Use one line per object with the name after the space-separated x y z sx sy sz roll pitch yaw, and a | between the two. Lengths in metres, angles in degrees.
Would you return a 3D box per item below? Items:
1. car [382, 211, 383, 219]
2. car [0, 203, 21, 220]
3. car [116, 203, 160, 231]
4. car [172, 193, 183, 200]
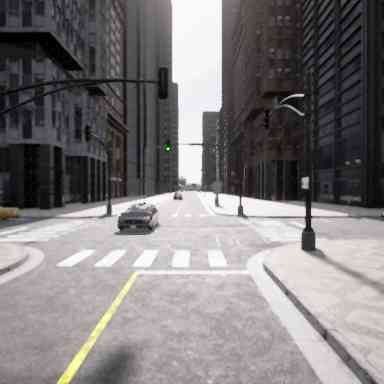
14.521 1.283 20.918 4.674 1.442 1.812 0 0 1 | car
-14.955 1.339 23.838 4.829 1.417 1.752 0 1 1 | car
-2.950 1.359 19.423 2.033 1.411 5.357 0 1 0 | car
-2.823 0.846 66.550 1.882 1.535 5.008 0 1 0 | car
